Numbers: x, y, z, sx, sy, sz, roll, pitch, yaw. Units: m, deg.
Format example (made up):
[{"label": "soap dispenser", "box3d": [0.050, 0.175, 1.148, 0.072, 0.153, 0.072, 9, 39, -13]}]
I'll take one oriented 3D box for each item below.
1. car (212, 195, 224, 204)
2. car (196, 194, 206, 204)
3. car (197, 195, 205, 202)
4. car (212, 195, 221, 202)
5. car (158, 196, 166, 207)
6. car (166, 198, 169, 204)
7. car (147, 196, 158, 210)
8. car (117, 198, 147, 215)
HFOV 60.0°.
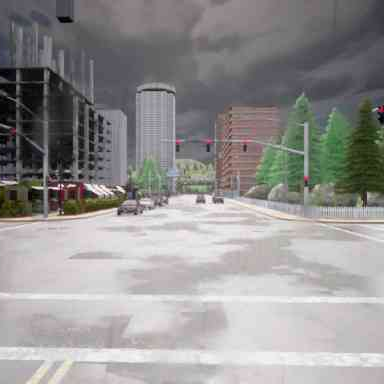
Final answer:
[{"label": "car", "box3d": [5.255, 1.526, 65.670, 1.812, 1.442, 4.674, 0, 0, 1]}, {"label": "car", "box3d": [1.748, 1.601, 65.439, 1.895, 1.301, 4.718, 0, 0, 1]}, {"label": "car", "box3d": [1.976, 1.327, 74.624, 1.837, 1.490, 4.892, 0, 0, 1]}, {"label": "car", "box3d": [5.476, 1.422, 74.566, 1.895, 1.301, 4.718, 0, 0, 1]}, {"label": "car", "box3d": [-5.687, 1.352, 51.726, 2.097, 1.767, 4.553, 0, 0, 1]}, {"label": "car", "box3d": [-5.415, 1.564, 61.648, 1.994, 1.385, 4.181, 0, 0, 2]}, {"label": "car", "box3d": [-5.918, 1.526, 42.721, 1.812, 1.442, 4.674, 0, 0, 1]}, {"label": "car", "box3d": [-6.162, 1.526, 33.631, 1.812, 1.442, 4.674, 0, 0, 2]}]
